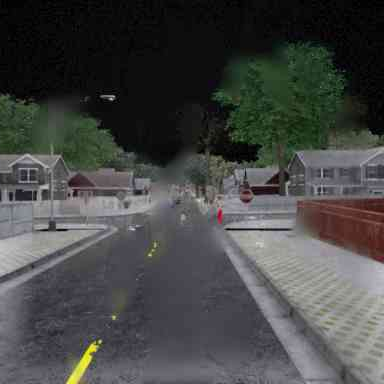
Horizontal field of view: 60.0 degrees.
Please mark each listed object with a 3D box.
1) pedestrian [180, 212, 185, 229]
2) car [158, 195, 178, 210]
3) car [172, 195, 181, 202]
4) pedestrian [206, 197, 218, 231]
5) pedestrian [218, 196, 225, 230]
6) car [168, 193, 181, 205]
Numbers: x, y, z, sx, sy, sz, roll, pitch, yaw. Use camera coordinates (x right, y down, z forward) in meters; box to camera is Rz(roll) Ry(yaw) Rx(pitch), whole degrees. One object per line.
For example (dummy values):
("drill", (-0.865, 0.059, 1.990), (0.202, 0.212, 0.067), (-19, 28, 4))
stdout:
("pedestrian", (-0.546, 1.669, 20.304), (0.500, 1.100, 0.500), (0, 0, -1))
("car", (-3.239, 1.463, 43.013), (1.882, 1.535, 5.008), (0, 0, 0))
("car", (-3.435, 1.476, 74.577), (1.812, 1.442, 4.674), (0, 0, -1))
("pedestrian", (1.161, 1.289, 19.116), (0.375, 1.860, 0.375), (0, 0, -1))
("pedestrian", (1.650, 1.145, 19.723), (0.375, 1.860, 0.375), (0, 0, -1))
("car", (-3.367, 1.201, 58.949), (2.150, 2.045, 5.566), (0, 0, 0))
